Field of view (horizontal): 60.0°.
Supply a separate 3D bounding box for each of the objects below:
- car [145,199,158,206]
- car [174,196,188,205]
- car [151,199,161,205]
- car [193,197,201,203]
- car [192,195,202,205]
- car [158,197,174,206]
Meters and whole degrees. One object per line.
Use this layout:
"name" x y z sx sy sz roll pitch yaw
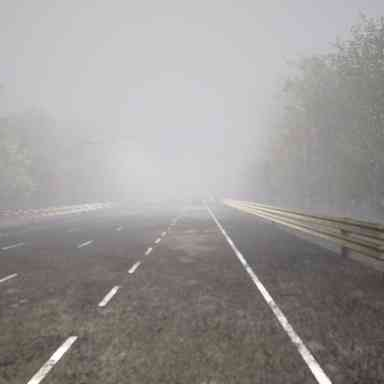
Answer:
"car" -9.349 2.433 74.378 2.128 1.511 4.902 -2 -1 1
"car" -2.346 2.216 74.661 1.812 1.442 4.674 -2 -1 1
"car" -9.148 2.486 84.827 1.895 1.301 4.718 -2 -1 1
"car" 1.342 2.084 84.597 1.812 1.442 4.674 -2 -1 1
"car" 1.135 1.802 74.210 2.150 2.045 5.566 -2 -1 1
"car" -5.843 2.354 74.727 1.994 1.385 4.181 -2 -1 1
